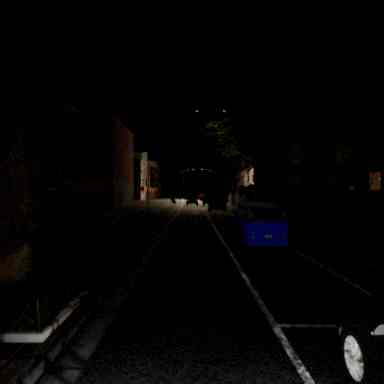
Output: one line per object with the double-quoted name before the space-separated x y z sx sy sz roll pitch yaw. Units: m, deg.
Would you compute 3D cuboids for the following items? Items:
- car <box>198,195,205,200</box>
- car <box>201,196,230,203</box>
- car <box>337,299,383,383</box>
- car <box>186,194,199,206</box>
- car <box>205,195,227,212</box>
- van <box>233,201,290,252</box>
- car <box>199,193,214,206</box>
"car" 2.707 1.445 94.256 1.887 1.381 4.507 0 0 0
"car" 4.513 1.452 64.319 5.357 1.411 2.033 0 -1 -23
"car" 2.649 1.542 2.469 2.008 1.369 4.403 1 0 0
"car" -0.015 1.420 53.635 1.812 1.442 4.674 0 -1 -2
"car" 2.775 1.384 37.349 1.882 1.535 5.008 0 0 0
"van" 2.659 1.301 13.368 1.690 1.788 3.998 1 0 0
"car" 2.683 1.204 51.514 2.192 1.841 5.009 1 0 0
